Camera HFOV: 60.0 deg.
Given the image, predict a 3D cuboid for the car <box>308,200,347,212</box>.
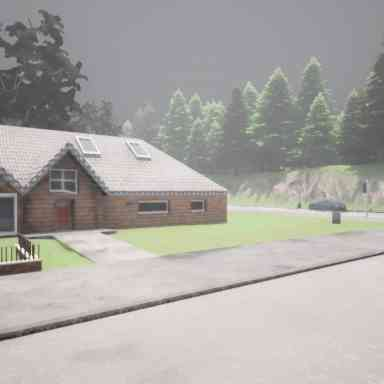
[{"bbox_3d":[15.579,1.563,38.408,1.994,1.385,4.181,0,0,-34],"label":"car"}]
